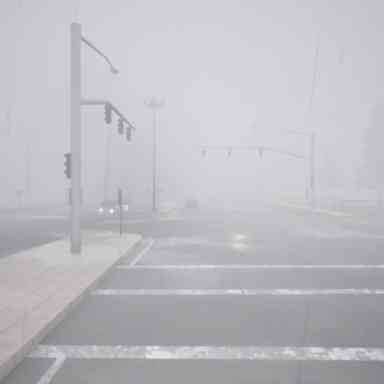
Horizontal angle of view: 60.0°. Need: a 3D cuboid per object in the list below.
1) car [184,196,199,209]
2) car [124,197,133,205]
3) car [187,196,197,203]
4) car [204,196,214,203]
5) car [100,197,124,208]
[{"bbox_3d":[-0.009,1.478,43.684,1.812,1.442,4.674,0,0,0],"label":"car"},{"bbox_3d":[-11.542,1.538,57.338,1.895,1.301,4.718,0,0,1],"label":"car"},{"bbox_3d":[-0.015,1.489,69.119,1.994,1.385,4.181,0,0,0],"label":"car"},{"bbox_3d":[3.485,1.525,69.151,1.895,1.301,4.718,0,0,0],"label":"car"},{"bbox_3d":[-11.551,1.549,47.350,1.895,1.301,4.718,0,0,1],"label":"car"}]
